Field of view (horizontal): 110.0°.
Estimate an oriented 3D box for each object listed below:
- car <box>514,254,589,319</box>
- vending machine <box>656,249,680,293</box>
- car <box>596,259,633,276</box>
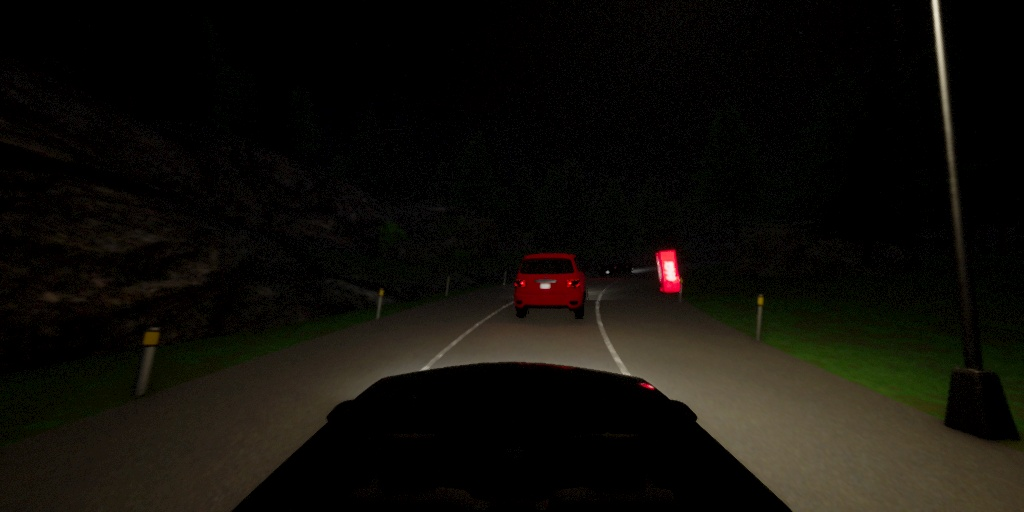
[{"bbox_3d":[1.541,0.933,12.998,2.150,2.045,5.566,-1,1,12],"label":"car"},{"bbox_3d":[7.819,0.703,17.578,1.100,2.100,0.880,0,0,20],"label":"vending machine"},{"bbox_3d":[8.698,0.919,30.145,1.895,1.301,4.718,-3,0,32],"label":"car"}]
